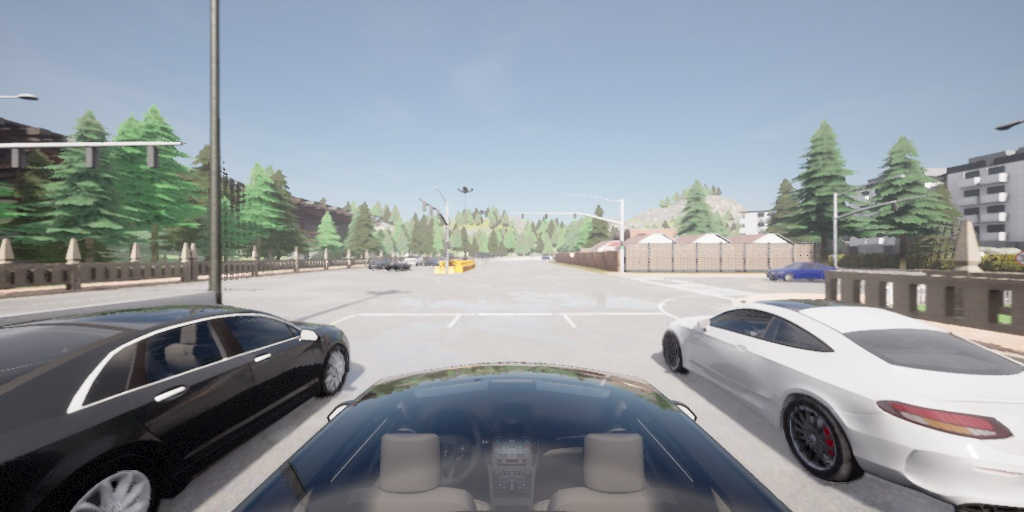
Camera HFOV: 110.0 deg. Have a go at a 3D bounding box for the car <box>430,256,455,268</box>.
[{"bbox_3d":[-10.575,1.166,54.806,2.033,1.411,5.357,0,0,0],"label":"car"}]

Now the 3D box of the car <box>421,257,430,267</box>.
[{"bbox_3d":[-14.016,1.161,62.802,1.994,1.385,4.181,0,0,0],"label":"car"}]

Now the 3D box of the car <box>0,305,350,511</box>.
[{"bbox_3d":[-3.402,1.250,3.607,1.837,1.490,4.892,0,0,0],"label":"car"}]

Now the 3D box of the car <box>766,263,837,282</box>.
[{"bbox_3d":[21.883,1.218,27.088,4.674,1.442,1.812,0,0,2],"label":"car"}]

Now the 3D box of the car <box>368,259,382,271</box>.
[{"bbox_3d":[-17.592,1.141,48.005,1.837,1.490,4.892,0,0,0],"label":"car"}]

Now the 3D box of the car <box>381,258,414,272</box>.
[{"bbox_3d":[-13.990,1.247,44.109,1.895,1.301,4.718,0,0,0],"label":"car"}]

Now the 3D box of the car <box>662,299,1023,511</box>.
[{"bbox_3d":[3.599,1.271,4.525,1.812,1.442,4.674,0,0,0],"label":"car"}]
